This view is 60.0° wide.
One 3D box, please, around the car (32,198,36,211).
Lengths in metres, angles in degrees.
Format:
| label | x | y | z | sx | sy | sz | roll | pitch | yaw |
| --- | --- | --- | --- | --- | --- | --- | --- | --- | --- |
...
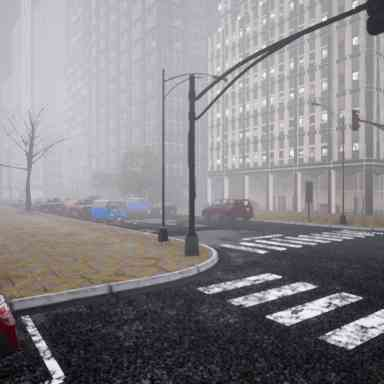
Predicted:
| label | x | y | z | sx | sy | sz | roll | pitch | yaw |
| --- | --- | --- | --- | --- | --- | --- | --- | --- | --- |
| car | -20.168 | 1.744 | 44.773 | 1.967 | 1.590 | 4.097 | 0 | 0 | -36 |

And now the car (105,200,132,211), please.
| label | x | y | z | sx | sy | sz | roll | pitch | yaw |
| --- | --- | --- | --- | --- | --- | --- | --- | --- | --- |
| car | -10.037 | 1.844 | 45.154 | 1.947 | 1.339 | 4.313 | 0 | 0 | -36 |

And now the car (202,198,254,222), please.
| label | x | y | z | sx | sy | sz | roll | pitch | yaw |
| --- | --- | --- | --- | --- | --- | --- | --- | --- | --- |
| car | 2.900 | 1.450 | 27.602 | 2.192 | 1.841 | 5.009 | 0 | 0 | -36 |

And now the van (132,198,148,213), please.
| label | x | y | z | sx | sy | sz | roll | pitch | yaw |
| --- | --- | --- | --- | --- | --- | --- | --- | --- | --- |
| van | -6.658 | 1.582 | 40.568 | 1.690 | 1.788 | 3.998 | 0 | 0 | -36 |

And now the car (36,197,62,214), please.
| label | x | y | z | sx | sy | sz | roll | pitch | yaw |
| --- | --- | --- | --- | --- | --- | --- | --- | --- | --- |
| car | -16.788 | 1.582 | 40.187 | 2.192 | 1.841 | 5.009 | 0 | 0 | -36 |

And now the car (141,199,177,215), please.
| label | x | y | z | sx | sy | sz | roll | pitch | yaw |
| --- | --- | --- | --- | --- | --- | --- | --- | --- | --- |
| car | -3.276 | 1.755 | 35.981 | 2.008 | 1.369 | 4.403 | 0 | 0 | -36 |

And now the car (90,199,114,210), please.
| label | x | y | z | sx | sy | sz | roll | pitch | yaw |
| --- | --- | --- | --- | --- | --- | --- | --- | --- | --- |
| car | -13.519 | 1.841 | 49.878 | 1.752 | 1.417 | 4.829 | 0 | 0 | -36 |

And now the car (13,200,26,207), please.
| label | x | y | z | sx | sy | sz | roll | pitch | yaw |
| --- | --- | --- | --- | --- | --- | --- | --- | --- | --- |
| car | -30.309 | 1.993 | 58.532 | 1.802 | 1.307 | 4.206 | 0 | 0 | -36 |

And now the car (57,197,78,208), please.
| label | x | y | z | sx | sy | sz | roll | pitch | yaw |
| --- | --- | --- | --- | --- | --- | --- | --- | --- | --- |
| car | -20.780 | 1.718 | 55.202 | 2.097 | 1.767 | 4.553 | 0 | 0 | -36 |

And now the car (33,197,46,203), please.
| label | x | y | z | sx | sy | sz | roll | pitch | yaw |
| --- | --- | --- | --- | --- | --- | --- | --- | --- | --- |
| car | -39.084 | 2.061 | 85.088 | 1.882 | 1.535 | 5.008 | 0 | 0 | -36 |

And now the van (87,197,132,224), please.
| label | x | y | z | sx | sy | sz | roll | pitch | yaw |
| --- | --- | --- | --- | --- | --- | --- | --- | --- | --- |
| van | -6.646 | 1.497 | 26.428 | 1.690 | 1.788 | 3.998 | 0 | 0 | -36 |

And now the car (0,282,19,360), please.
| label | x | y | z | sx | sy | sz | roll | pitch | yaw |
| --- | --- | --- | --- | --- | --- | --- | --- | --- | --- |
| car | -4.240 | 1.440 | 3.532 | 4.097 | 1.590 | 1.967 | 0 | 0 | -36 |

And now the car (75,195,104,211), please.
| label | x | y | z | sx | sy | sz | roll | pitch | yaw |
| --- | --- | --- | --- | --- | --- | --- | --- | --- | --- |
| car | -14.473 | 1.521 | 46.717 | 2.150 | 2.045 | 5.566 | 0 | 0 | -36 |

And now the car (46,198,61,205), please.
| label | x | y | z | sx | sy | sz | roll | pitch | yaw |
| --- | --- | --- | --- | --- | --- | --- | --- | --- | --- |
| car | -30.322 | 2.058 | 72.673 | 1.947 | 1.339 | 4.313 | 0 | 0 | -36 |

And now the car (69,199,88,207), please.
| label | x | y | z | sx | sy | sz | roll | pitch | yaw |
| --- | --- | --- | --- | --- | --- | --- | --- | --- | --- |
| car | -20.179 | 1.937 | 58.913 | 2.008 | 1.369 | 4.403 | 0 | 0 | -36 |

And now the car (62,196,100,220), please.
| label | x | y | z | sx | sy | sz | roll | pitch | yaw |
| --- | --- | --- | --- | --- | --- | --- | --- | --- | --- |
| car | -10.027 | 1.509 | 31.014 | 2.192 | 1.841 | 5.009 | 0 | 0 | -36 |
